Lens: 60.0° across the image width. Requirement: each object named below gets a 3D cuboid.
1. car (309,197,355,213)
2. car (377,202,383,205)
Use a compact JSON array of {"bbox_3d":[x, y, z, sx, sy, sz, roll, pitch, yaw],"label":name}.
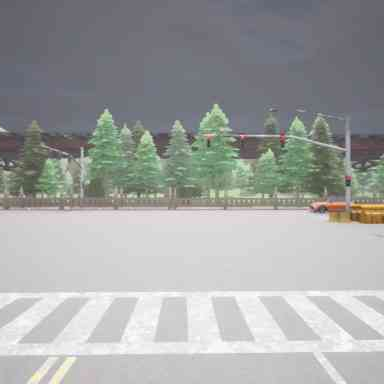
[{"bbox_3d":[14.912,1.352,35.534,4.553,1.767,2.097,0,0,-2],"label":"car"},{"bbox_3d":[16.876,1.564,28.586,4.181,1.385,1.994,0,0,-2],"label":"car"}]
